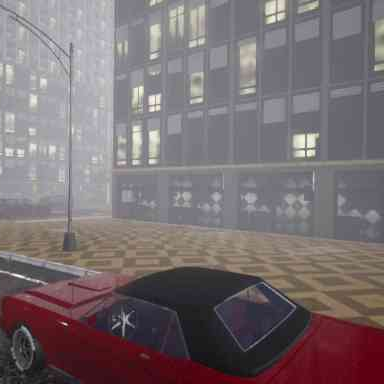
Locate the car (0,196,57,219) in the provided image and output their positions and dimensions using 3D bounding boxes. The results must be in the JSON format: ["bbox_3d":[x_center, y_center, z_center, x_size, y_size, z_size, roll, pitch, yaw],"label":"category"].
[{"bbox_3d":[-15.700,1.519,30.745,2.192,1.841,5.009,1,0,37],"label":"car"}]

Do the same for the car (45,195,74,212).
[{"bbox_3d":[-16.698,1.389,39.091,2.150,2.045,5.566,1,0,37],"label":"car"}]

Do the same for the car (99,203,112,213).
[{"bbox_3d":[-8.876,1.829,39.936,1.752,1.417,4.829,1,0,37],"label":"car"}]

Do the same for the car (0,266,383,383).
[{"bbox_3d":[-0.308,1.600,3.911,4.718,1.301,1.895,0,0,36],"label":"car"}]
